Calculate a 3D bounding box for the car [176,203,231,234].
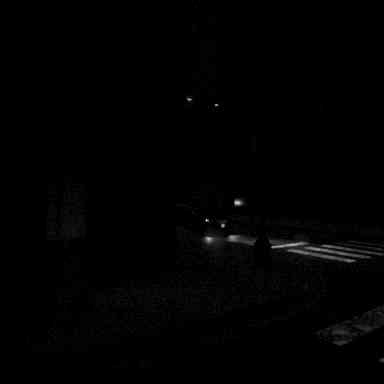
[{"bbox_3d":[0.091,1.406,18.639,2.128,1.511,4.902,0,0,-37],"label":"car"}]
